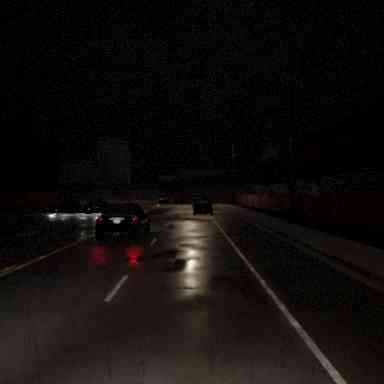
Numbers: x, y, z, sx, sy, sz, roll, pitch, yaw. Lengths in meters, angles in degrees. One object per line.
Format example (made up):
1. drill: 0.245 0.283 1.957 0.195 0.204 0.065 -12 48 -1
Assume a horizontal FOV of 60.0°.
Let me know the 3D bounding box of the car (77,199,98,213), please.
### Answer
1. car: -10.599 1.524 36.593 1.837 1.490 4.892 0 0 0

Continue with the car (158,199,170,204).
1. car: -7.170 2.340 84.989 1.895 1.301 4.718 0 -3 -21

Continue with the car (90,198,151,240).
1. car: -3.397 1.361 17.177 2.097 1.767 4.553 0 0 0

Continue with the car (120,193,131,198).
1. car: -15.433 1.328 76.838 2.150 2.045 5.566 0 -2 -18

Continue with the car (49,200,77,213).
1. car: -14.094 1.567 37.243 2.033 1.411 5.357 0 0 0

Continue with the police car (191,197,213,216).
1. police car: 1.054 1.443 33.515 1.930 1.638 5.238 0 0 0

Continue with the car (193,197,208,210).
1. car: 1.055 1.479 43.598 1.801 1.575 5.366 0 0 0

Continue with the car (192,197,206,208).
1. car: 0.986 1.538 49.632 1.837 1.490 4.892 0 0 -2

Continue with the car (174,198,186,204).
1. car: -2.676 1.843 69.954 1.895 1.301 4.718 0 -1 -13
